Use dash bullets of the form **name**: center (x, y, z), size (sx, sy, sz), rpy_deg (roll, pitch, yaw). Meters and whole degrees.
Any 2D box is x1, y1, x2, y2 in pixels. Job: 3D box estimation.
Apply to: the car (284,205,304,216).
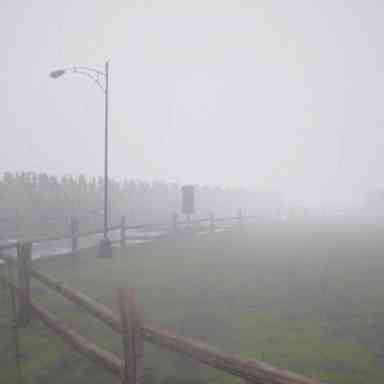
- **car**: center (15.201, 2.674, 49.166), size (1.882, 1.535, 5.008), rpy_deg (-1, -2, 36)
